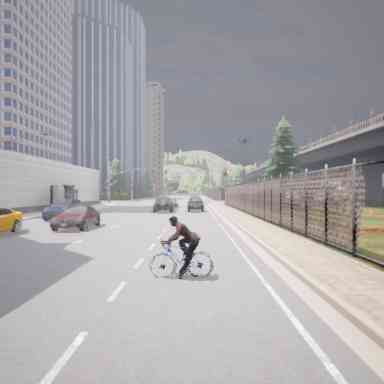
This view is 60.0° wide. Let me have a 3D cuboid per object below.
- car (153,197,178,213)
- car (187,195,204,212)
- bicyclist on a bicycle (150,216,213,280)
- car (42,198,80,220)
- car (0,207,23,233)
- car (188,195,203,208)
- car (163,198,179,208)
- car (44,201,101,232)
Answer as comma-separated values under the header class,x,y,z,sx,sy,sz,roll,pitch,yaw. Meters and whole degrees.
class,x,y,z,sx,sy,sz,roll,pitch,yaw
car,-3.108,1.350,37.691,2.097,1.767,4.553,0,0,1
car,0.430,1.489,39.100,2.128,1.511,4.902,0,0,0
bicyclist on a bicycle,-0.295,1.449,8.613,1.656,1.620,0.582,-2,0,0
car,-10.354,1.351,27.159,2.097,1.767,4.553,0,0,1
car,-10.461,1.477,16.692,1.882,1.535,5.008,0,0,0
car,0.517,1.350,49.419,2.097,1.767,4.553,0,0,1
car,-3.039,1.599,48.256,1.895,1.301,4.718,0,0,1
car,-6.892,1.524,20.252,1.812,1.442,4.674,0,0,1
